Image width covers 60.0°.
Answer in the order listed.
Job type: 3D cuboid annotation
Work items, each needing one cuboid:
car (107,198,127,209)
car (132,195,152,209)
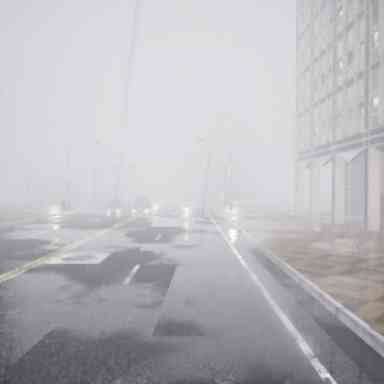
[{"bbox_3d":[-9.763,1.439,43.506,1.994,1.385,4.181,0,0,0],"label":"car"},{"bbox_3d":[-6.507,1.222,43.830,2.097,1.767,4.553,0,0,0],"label":"car"}]
